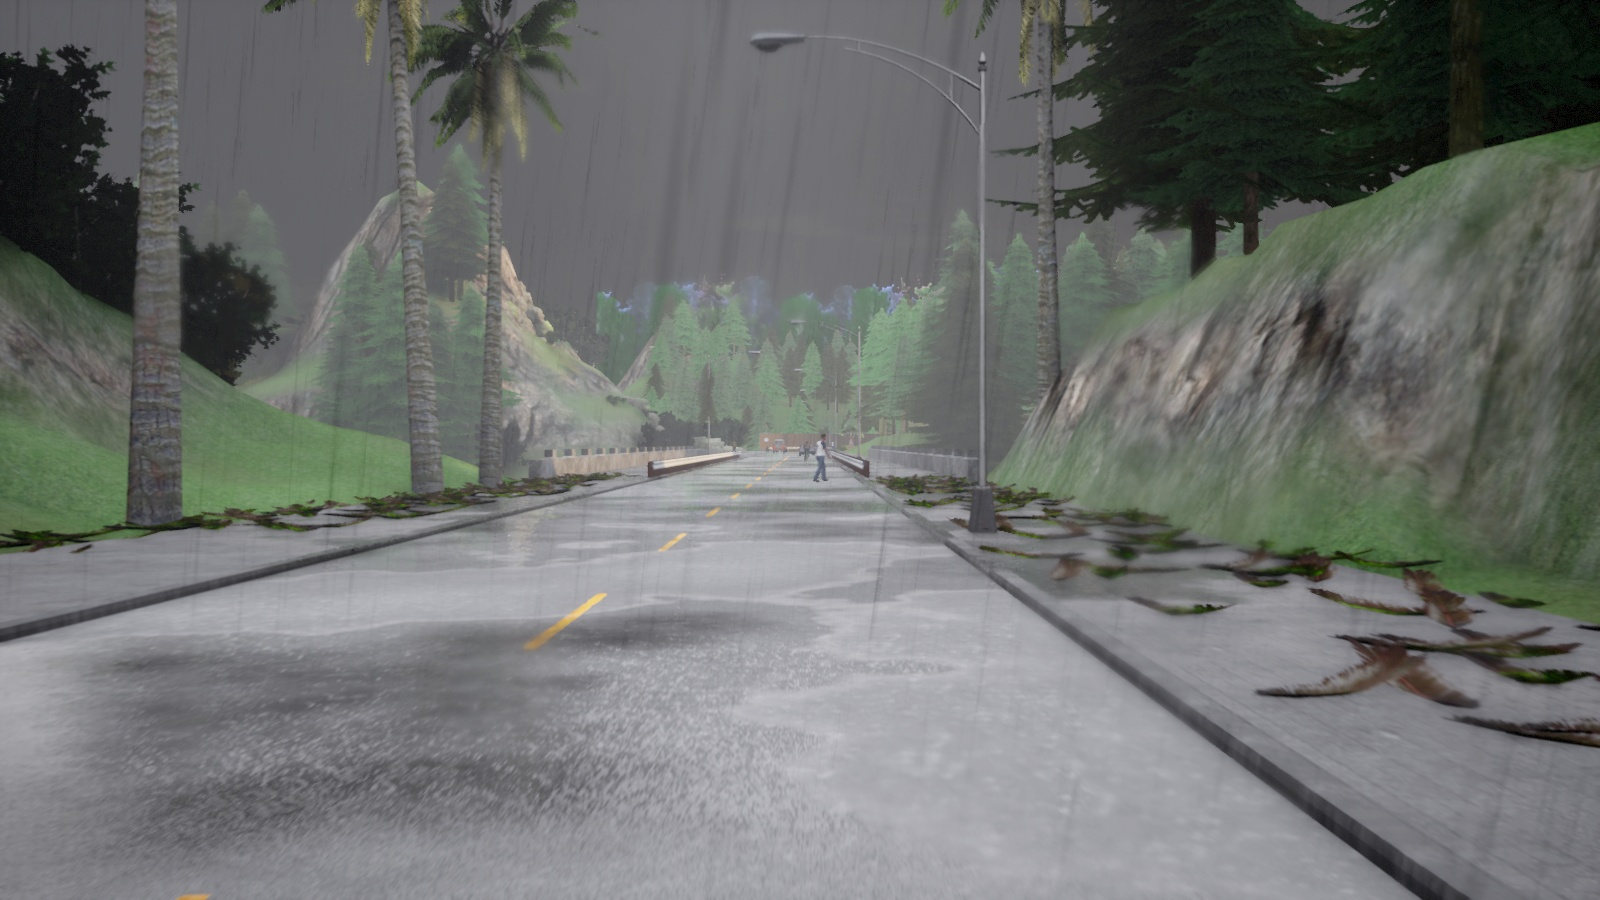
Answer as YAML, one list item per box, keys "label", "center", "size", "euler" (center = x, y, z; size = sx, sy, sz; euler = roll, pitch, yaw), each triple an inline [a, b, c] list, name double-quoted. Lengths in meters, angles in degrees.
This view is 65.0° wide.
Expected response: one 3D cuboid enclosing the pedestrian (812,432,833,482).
- label: "pedestrian"
  center: [0.828, 0.257, 46.329]
  size: [0.706, 1.836, 0.354]
  euler: [0, 0, -22]
